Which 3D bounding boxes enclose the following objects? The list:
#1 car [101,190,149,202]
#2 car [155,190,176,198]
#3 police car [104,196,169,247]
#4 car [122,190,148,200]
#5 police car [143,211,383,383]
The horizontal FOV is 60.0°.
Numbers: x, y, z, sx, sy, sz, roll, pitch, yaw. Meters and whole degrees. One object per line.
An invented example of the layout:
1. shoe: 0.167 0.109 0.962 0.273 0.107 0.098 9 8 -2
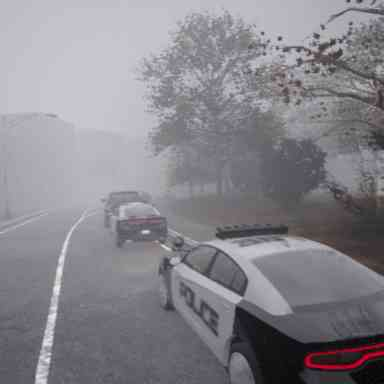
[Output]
1. car: -4.138 0.923 19.774 2.150 2.045 5.566 -2 1 -15
2. car: -4.193 0.345 52.282 1.812 1.442 4.674 -2 2 21
3. police car: -2.470 1.192 14.270 1.930 1.638 5.238 -2 1 -18
4. car: -9.292 0.485 54.435 1.812 1.442 4.674 -2 2 26
5. police car: 0.820 1.291 4.893 1.930 1.638 5.238 -2 1 -20
